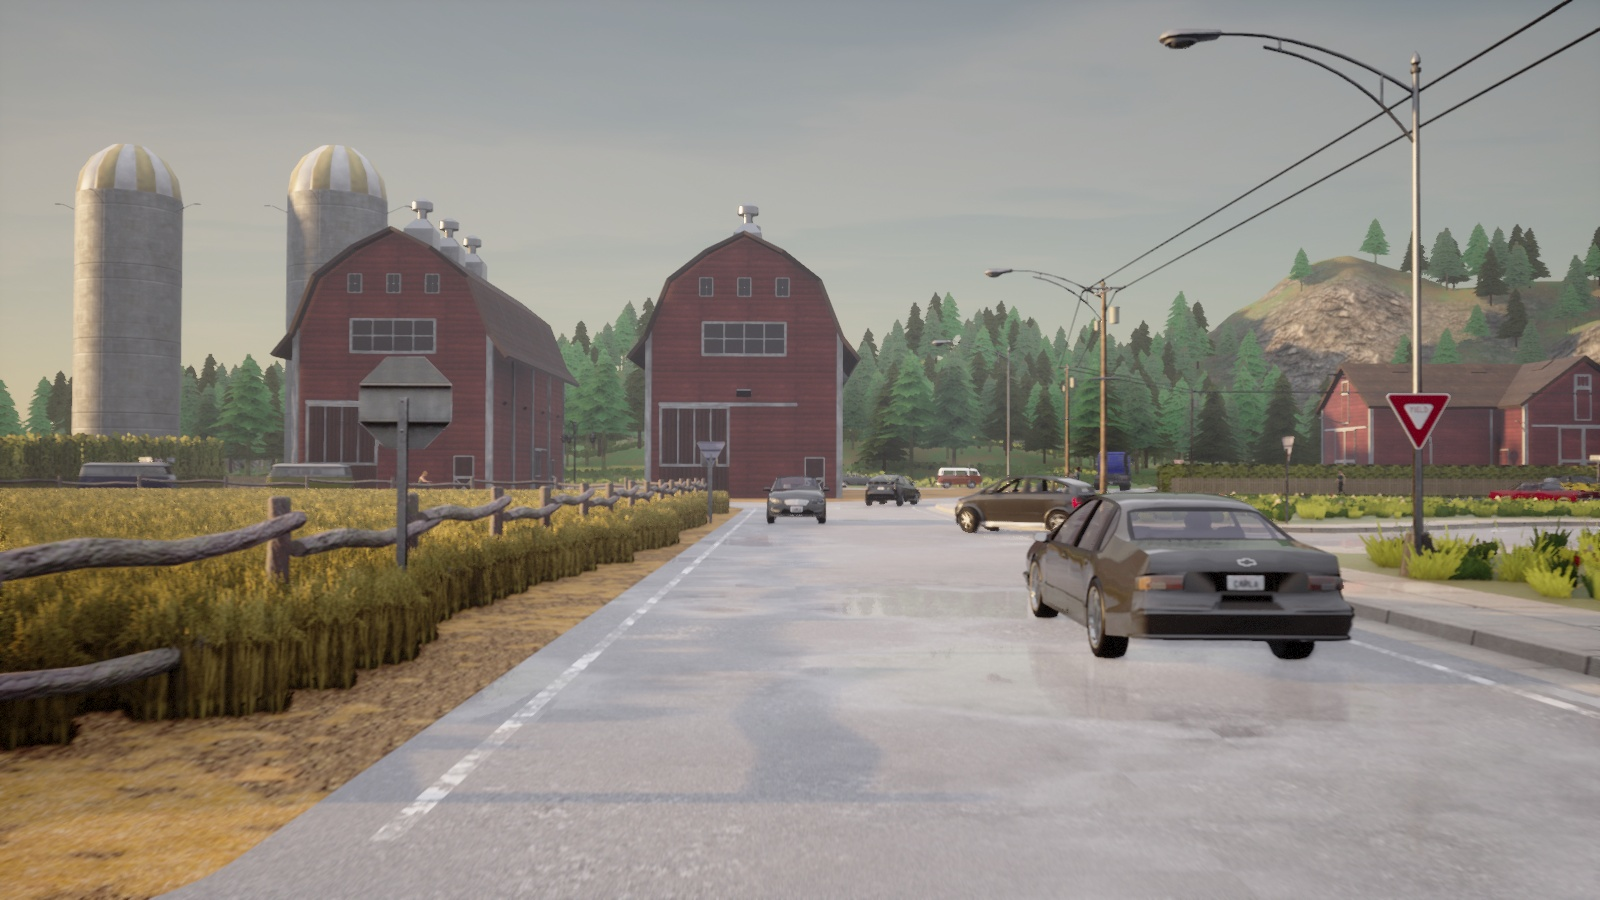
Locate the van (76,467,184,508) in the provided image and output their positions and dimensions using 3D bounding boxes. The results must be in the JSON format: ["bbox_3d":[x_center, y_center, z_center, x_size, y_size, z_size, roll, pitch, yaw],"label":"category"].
[{"bbox_3d":[-33.227,1.866,62.356,4.442,1.987,1.775,0,-1,-16],"label":"van"}]

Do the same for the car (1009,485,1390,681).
[{"bbox_3d":[3.444,1.077,12.114,2.033,1.411,5.357,0,-1,1],"label":"car"}]

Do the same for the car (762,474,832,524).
[{"bbox_3d":[-0.101,1.528,40.441,2.128,1.511,4.902,0,-1,0],"label":"car"}]

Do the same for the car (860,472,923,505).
[{"bbox_3d":[4.557,1.876,61.653,2.007,1.525,4.514,-1,-1,19],"label":"car"}]

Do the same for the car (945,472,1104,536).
[{"bbox_3d":[5.909,1.389,33.126,3.705,1.549,1.789,-1,0,34],"label":"car"}]

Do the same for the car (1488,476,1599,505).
[{"bbox_3d":[35.554,1.890,59.781,1.895,1.301,4.718,0,-1,-23],"label":"car"}]

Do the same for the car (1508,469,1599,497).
[{"bbox_3d":[45.435,1.968,75.243,4.856,1.649,2.033,0,-1,0],"label":"car"}]

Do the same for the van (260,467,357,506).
[{"bbox_3d":[-25.994,1.914,66.502,4.442,1.987,1.775,0,-1,-3],"label":"van"}]
